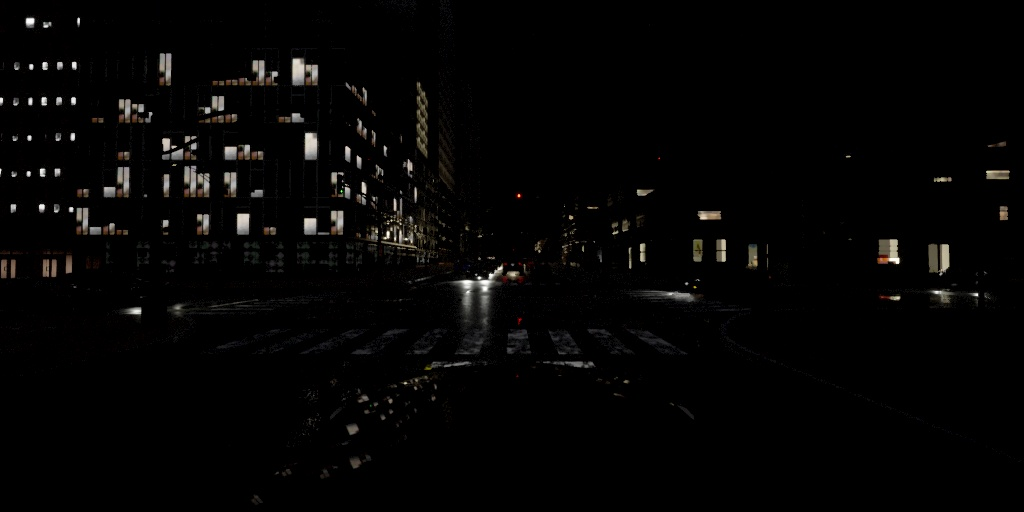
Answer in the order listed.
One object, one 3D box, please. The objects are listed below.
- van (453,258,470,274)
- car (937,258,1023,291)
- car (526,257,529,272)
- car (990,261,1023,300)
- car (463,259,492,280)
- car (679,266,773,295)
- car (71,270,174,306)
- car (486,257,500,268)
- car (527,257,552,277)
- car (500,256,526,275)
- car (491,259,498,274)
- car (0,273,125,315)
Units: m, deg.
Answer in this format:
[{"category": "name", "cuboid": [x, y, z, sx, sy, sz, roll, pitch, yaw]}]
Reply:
[{"category": "van", "cuboid": [-5.619, 1.096, 40.639, 1.690, 1.789, 3.998, 0, 0, 0]}, {"category": "car", "cuboid": [25.082, 0.881, 18.503, 4.553, 1.767, 2.097, -1, -1, 1]}, {"category": "car", "cuboid": [2.772, 1.070, 46.336, 2.192, 1.841, 5.009, 0, 0, 0]}, {"category": "car", "cuboid": [20.709, 0.994, 12.751, 4.829, 1.417, 1.751, 0, 0, 1]}, {"category": "car", "cuboid": [-3.019, 1.280, 32.087, 1.812, 1.442, 4.674, 0, 0, -1]}, {"category": "car", "cuboid": [10.955, 1.224, 18.494, 4.181, 1.385, 1.994, 0, -1, -3]}, {"category": "car", "cuboid": [-17.868, 1.359, 15.798, 5.008, 1.535, 1.882, -1, -1, 1]}, {"category": "car", "cuboid": [-3.005, 1.303, 52.316, 2.033, 1.411, 5.357, 0, 0, 0]}, {"category": "car", "cuboid": [2.751, 1.194, 34.988, 1.967, 1.591, 4.097, 0, 0, 0]}, {"category": "car", "cuboid": [0.124, 0.976, 38.946, 2.150, 2.045, 5.566, 0, 0, 1]}, {"category": "car", "cuboid": [-3.025, 1.319, 42.036, 1.994, 1.385, 4.181, 0, 0, 0]}, {"category": "car", "cuboid": [-17.399, 1.412, 13.186, 4.207, 1.307, 1.802, 0, 0, 1]}]
